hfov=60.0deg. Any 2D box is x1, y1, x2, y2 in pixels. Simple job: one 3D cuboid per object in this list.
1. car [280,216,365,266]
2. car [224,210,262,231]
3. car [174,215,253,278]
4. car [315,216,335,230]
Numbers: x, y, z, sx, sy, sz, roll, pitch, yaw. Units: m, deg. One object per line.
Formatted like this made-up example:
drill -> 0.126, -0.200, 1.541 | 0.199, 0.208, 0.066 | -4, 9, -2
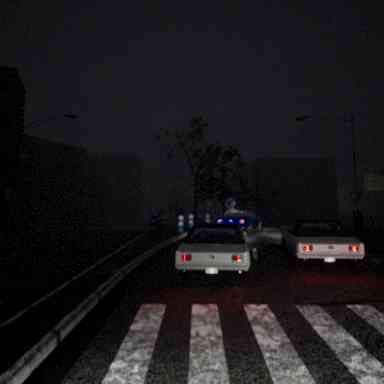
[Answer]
car -> 4.204, 1.574, 11.523 | 1.895, 1.301, 4.718 | -1, 1, 9
car -> 2.999, 1.785, 20.329 | 1.895, 1.301, 4.718 | -2, -4, 22
car -> 0.755, 1.627, 10.324 | 1.895, 1.301, 4.718 | -1, 0, 7
car -> 14.500, 3.414, 36.511 | 1.812, 1.442, 4.674 | -1, -6, 19
